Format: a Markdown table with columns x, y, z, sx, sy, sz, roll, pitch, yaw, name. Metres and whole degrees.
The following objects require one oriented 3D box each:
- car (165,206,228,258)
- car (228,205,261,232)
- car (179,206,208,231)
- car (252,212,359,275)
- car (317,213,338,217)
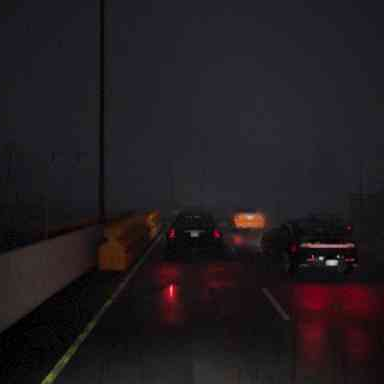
| x | y | z | sx | sy | sz | roll | pitch | yaw | name |
| --- | --- | --- | --- | --- | --- | --- | --- | --- | --- |
| 0.092 | 1.530 | 13.728 | 2.097 | 1.767 | 4.553 | 0 | -1 | 0 | car |
| 3.589 | 1.645 | 22.690 | 2.097 | 1.767 | 4.553 | 0 | -1 | 0 | car |
| 0.087 | 1.814 | 23.979 | 1.837 | 1.490 | 4.892 | 0 | -1 | 0 | car |
| 3.594 | 1.634 | 10.963 | 2.128 | 1.511 | 4.902 | 0 | -1 | 0 | car |
| 7.090 | 1.843 | 18.706 | 1.895 | 1.301 | 4.718 | 0 | -1 | 0 | car |
